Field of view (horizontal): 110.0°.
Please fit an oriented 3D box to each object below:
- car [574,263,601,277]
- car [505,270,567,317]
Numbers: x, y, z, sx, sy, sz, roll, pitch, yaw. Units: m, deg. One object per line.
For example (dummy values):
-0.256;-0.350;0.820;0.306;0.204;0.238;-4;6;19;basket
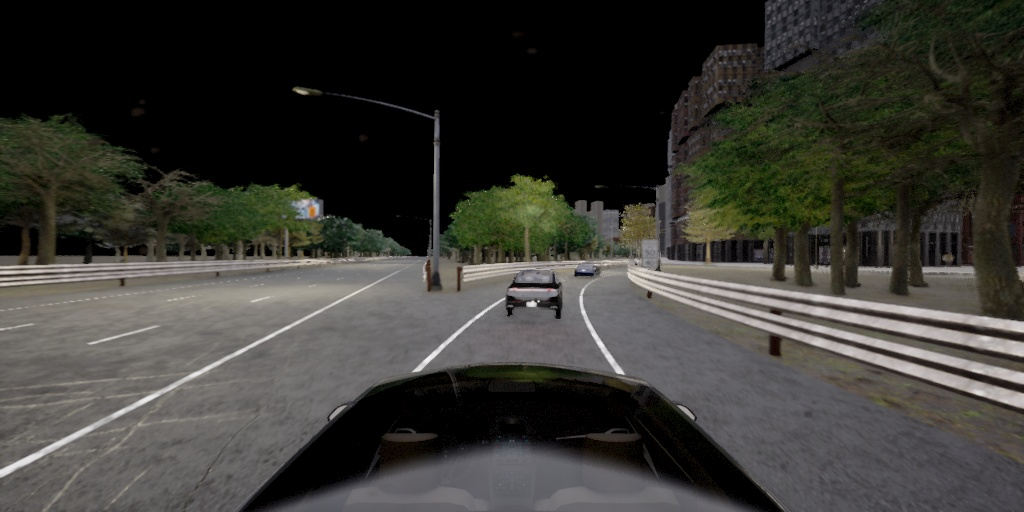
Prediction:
7.690;1.350;36.169;1.994;1.385;4.181;0;0;25;car
0.941;1.250;13.228;2.128;1.511;4.902;0;0;8;car
